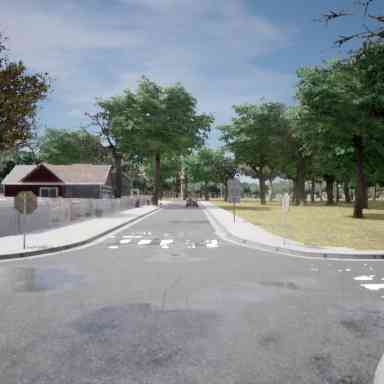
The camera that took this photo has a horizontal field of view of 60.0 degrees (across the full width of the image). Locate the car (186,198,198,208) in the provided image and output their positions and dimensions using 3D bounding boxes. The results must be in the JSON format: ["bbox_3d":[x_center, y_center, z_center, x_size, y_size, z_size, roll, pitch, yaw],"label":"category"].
[{"bbox_3d":[0.006,1.699,52.918,1.812,1.442,4.674,0,0,0],"label":"car"}]

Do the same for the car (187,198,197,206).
[{"bbox_3d":[0.010,1.827,62.953,1.895,1.301,4.718,0,0,0],"label":"car"}]
